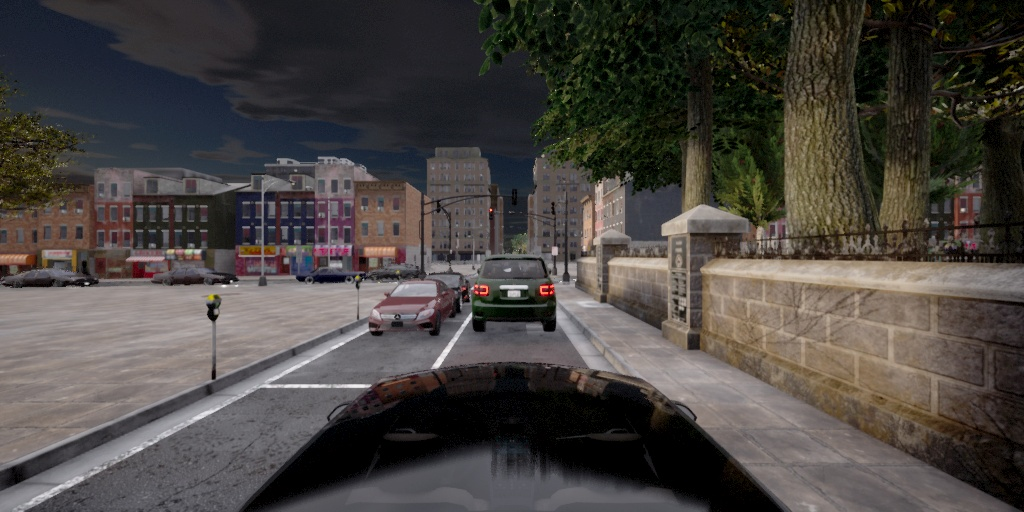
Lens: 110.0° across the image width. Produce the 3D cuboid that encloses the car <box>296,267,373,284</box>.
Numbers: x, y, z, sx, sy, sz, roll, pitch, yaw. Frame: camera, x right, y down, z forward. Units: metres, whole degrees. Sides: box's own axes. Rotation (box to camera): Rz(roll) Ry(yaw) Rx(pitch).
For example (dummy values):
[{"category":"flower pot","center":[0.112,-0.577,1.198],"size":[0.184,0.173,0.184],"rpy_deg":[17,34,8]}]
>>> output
[{"category":"car","center":[-13.357,1.477,26.900],"size":[4.718,1.301,1.895],"rpy_deg":[-1,0,0]}]

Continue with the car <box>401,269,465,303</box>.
[{"category":"car","center":[-2.637,1.314,13.999],"size":[1.948,1.339,4.313],"rpy_deg":[0,0,0]}]

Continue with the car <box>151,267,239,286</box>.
[{"category":"car","center":[-23.690,1.553,26.867],"size":[5.357,1.411,2.033],"rpy_deg":[-1,0,0]}]

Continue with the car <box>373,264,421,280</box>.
[{"category":"car","center":[-9.631,1.360,29.763],"size":[4.674,1.442,1.812],"rpy_deg":[-1,1,-6]}]

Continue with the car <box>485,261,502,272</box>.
[{"category":"car","center":[-2.287,1.302,46.227],"size":[1.994,1.385,4.181],"rpy_deg":[0,0,0]}]

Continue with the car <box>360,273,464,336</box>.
[{"category":"car","center":[-2.637,1.331,10.336],"size":[1.802,1.307,4.207],"rpy_deg":[0,0,0]}]

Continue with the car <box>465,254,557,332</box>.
[{"category":"car","center":[0.076,0.970,11.015],"size":[2.150,2.045,5.566],"rpy_deg":[0,0,1]}]

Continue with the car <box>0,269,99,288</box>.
[{"category":"car","center":[-34.453,1.722,26.845],"size":[5.357,1.411,2.033],"rpy_deg":[-1,0,1]}]
